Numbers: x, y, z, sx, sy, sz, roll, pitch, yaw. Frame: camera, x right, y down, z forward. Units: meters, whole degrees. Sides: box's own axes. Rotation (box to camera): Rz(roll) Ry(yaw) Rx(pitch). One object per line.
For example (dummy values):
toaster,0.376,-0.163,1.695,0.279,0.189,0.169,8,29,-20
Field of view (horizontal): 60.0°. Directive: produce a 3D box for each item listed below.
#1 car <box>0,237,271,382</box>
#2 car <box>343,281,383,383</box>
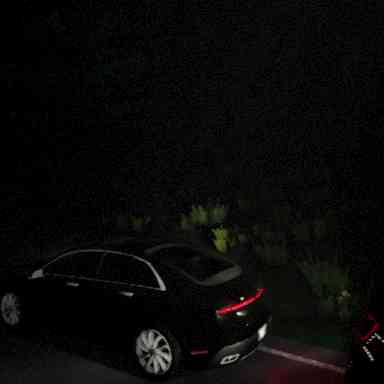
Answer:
car,-1.208,1.516,5.419,4.892,1.490,1.837,0,0,31
car,3.932,1.214,1.850,5.566,2.045,2.150,0,0,37
